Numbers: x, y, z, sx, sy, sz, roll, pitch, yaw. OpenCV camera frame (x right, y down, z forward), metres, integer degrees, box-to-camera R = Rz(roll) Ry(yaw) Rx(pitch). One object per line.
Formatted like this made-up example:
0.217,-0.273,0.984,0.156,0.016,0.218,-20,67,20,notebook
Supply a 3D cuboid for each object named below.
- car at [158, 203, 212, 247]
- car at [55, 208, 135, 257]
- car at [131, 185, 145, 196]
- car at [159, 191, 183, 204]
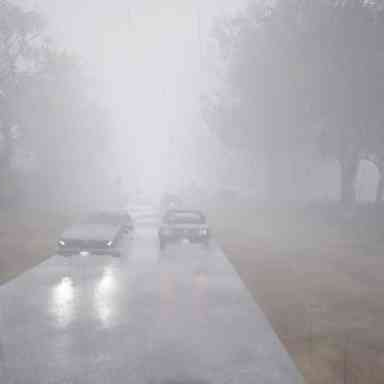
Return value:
-0.360,1.372,13.765,1.895,1.301,4.718,1,1,-3,car
-3.201,1.317,12.194,2.033,1.411,5.357,1,1,-3,car
-8.958,-0.330,54.558,2.097,1.767,4.553,1,1,-12,car
-1.932,0.664,31.016,1.837,1.490,4.892,1,2,-7,car
